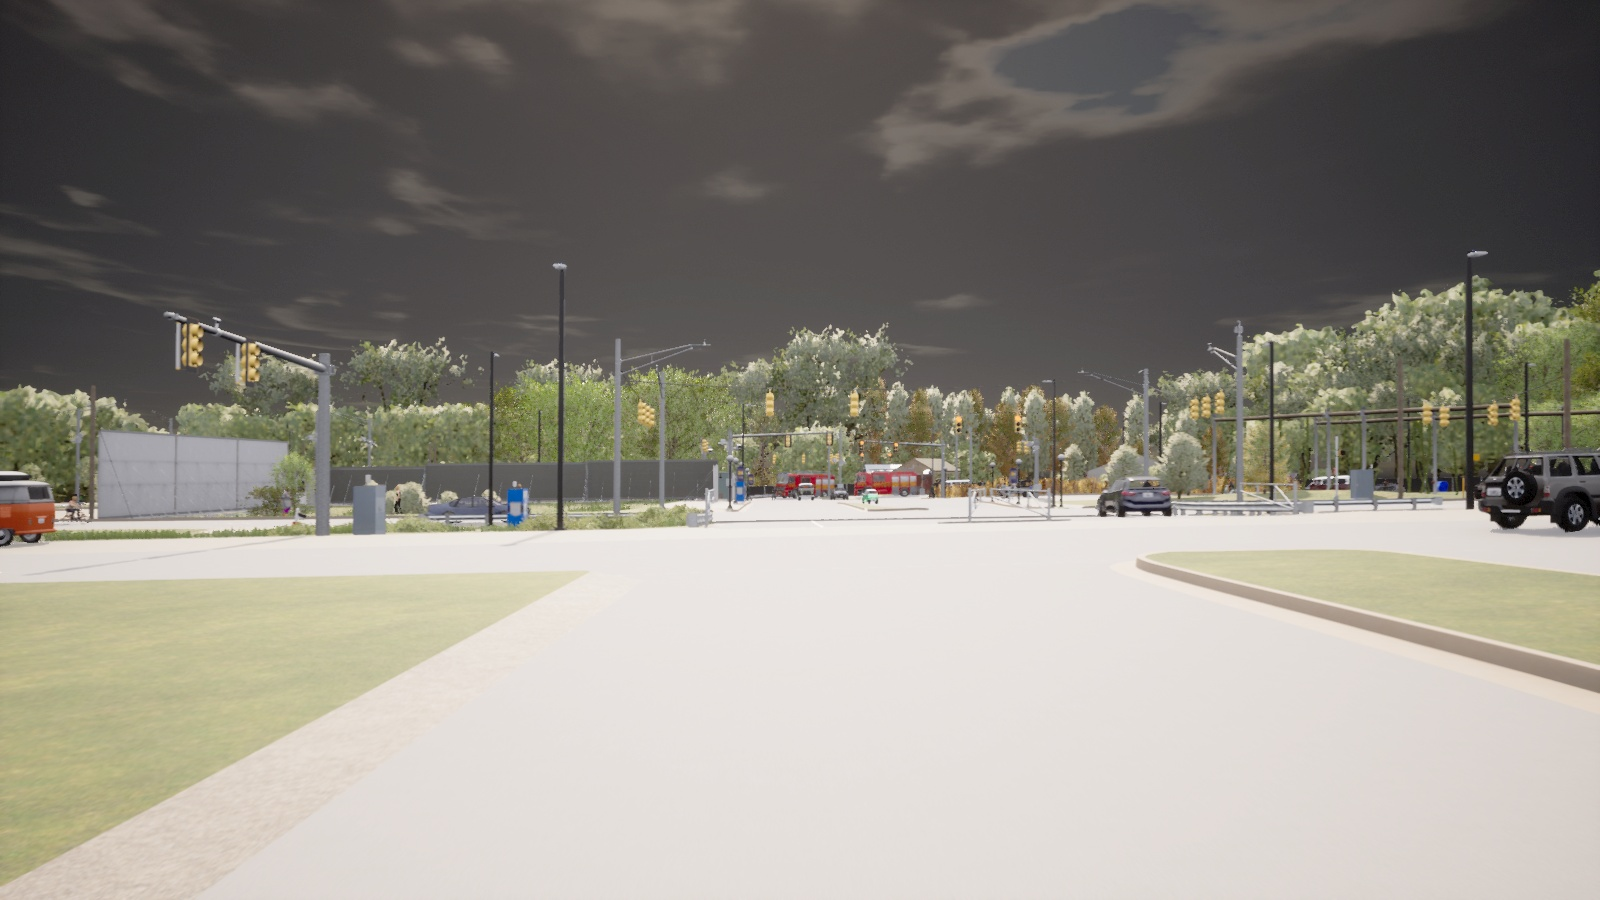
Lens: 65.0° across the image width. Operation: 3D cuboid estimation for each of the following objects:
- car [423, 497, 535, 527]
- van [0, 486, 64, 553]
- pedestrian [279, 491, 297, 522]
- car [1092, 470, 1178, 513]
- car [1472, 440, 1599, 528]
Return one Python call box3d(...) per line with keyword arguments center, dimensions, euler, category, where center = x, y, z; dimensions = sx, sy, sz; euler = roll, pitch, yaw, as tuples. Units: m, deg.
box3d(center=(-16.909, 3.285, 66.371), dimensions=(5.357, 1.411, 2.033), euler=(-1, -1, -1), category="car")
box3d(center=(-25.432, 2.161, 38.674), dimensions=(4.442, 1.987, 1.775), euler=(-2, -1, -1), category="van")
box3d(center=(-32.329, 3.564, 79.236), dimensions=(0.873, 1.952, 0.659), euler=(0, -1, -1), category="pedestrian")
box3d(center=(13.975, 1.791, 52.677), dimensions=(2.242, 1.667, 4.611), euler=(-2, -3, -1), category="car")
box3d(center=(18.018, 0.736, 28.691), dimensions=(4.605, 1.855, 1.932), euler=(-1, -2, -17), category="car")
